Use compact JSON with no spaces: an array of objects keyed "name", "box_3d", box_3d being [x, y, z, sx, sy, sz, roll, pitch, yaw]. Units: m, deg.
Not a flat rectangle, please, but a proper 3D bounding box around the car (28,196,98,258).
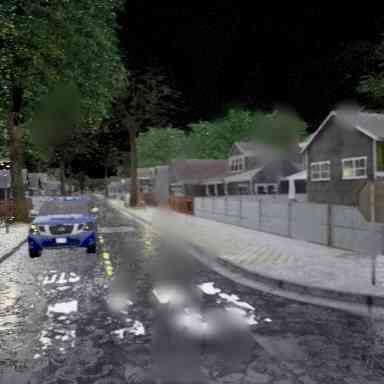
[{"name":"car","box_3d":[-5.045,1.213,13.394,2.150,2.045,5.566,-1,0,-17]}]
